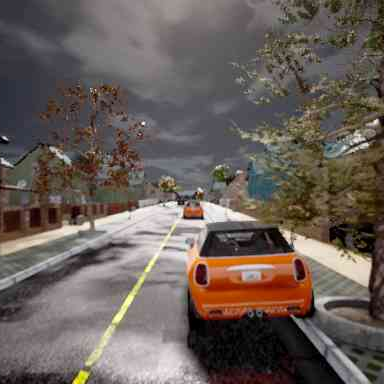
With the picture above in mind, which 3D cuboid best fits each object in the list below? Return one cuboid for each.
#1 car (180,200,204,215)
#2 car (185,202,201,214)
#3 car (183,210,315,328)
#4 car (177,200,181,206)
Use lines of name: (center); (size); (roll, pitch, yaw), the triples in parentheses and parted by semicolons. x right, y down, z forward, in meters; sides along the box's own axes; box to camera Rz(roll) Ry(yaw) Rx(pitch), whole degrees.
car: (0.144, 1.799, 34.779); (2.097, 1.767, 4.553); (0, -1, 0)
car: (0.113, 2.130, 44.566); (2.033, 1.411, 5.357); (0, -1, 1)
car: (0.938, 1.393, 7.349); (2.097, 1.767, 4.553); (-3, -2, 0)
car: (-2.586, 2.596, 79.973); (1.882, 1.535, 5.008); (0, -1, 0)
